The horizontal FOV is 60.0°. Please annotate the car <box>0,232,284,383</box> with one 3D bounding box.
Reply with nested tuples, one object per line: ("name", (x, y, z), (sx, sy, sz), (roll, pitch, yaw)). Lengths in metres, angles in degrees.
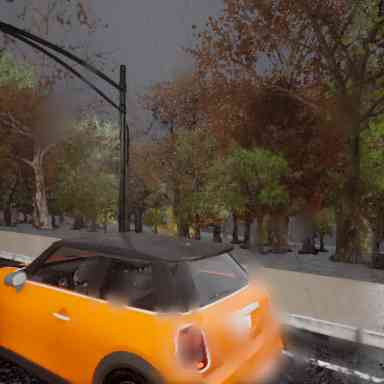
("car", (-1.208, 1.351, 4.558), (4.553, 1.767, 2.097), (0, 0, 36))
